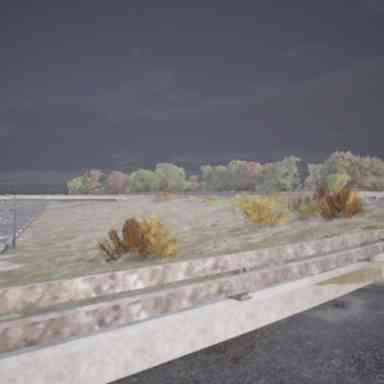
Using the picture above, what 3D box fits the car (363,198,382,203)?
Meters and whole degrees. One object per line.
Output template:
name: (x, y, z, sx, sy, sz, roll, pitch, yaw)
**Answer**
car: (43.995, 2.015, 81.909, 1.895, 1.301, 4.718, 0, 0, 2)
